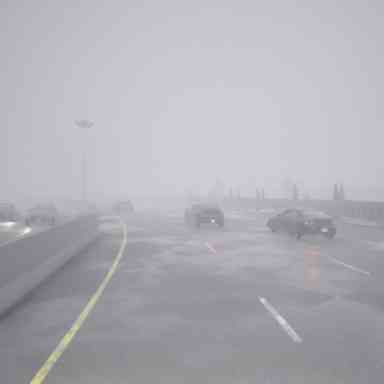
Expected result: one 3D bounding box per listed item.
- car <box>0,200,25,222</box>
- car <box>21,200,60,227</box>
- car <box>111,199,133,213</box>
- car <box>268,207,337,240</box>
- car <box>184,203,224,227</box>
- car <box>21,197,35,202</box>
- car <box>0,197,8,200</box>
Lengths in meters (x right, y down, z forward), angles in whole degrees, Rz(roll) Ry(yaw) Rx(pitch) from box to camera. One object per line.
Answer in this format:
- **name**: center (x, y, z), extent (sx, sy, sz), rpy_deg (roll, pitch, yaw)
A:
- **car**: center (-15.109, 1.622, 26.701), extent (1.994, 1.385, 4.181), rpy_deg (0, 0, -18)
- **car**: center (-10.568, 1.565, 23.768), extent (1.812, 1.442, 4.674), rpy_deg (0, 0, -16)
- **car**: center (-8.058, 1.515, 38.307), extent (2.128, 1.511, 4.902), rpy_deg (0, 0, -23)
- **car**: center (5.450, 1.497, 16.853), extent (1.812, 1.442, 4.674), rpy_deg (0, 0, -9)
- **car**: center (0.745, 1.495, 22.520), extent (1.837, 1.490, 4.892), rpy_deg (0, 0, -13)
- **car**: center (-29.866, 1.605, 60.657), extent (1.837, 1.490, 4.892), rpy_deg (0, 0, -37)
- **car**: center (-35.772, 1.649, 62.630), extent (1.994, 1.385, 4.181), rpy_deg (0, 0, -37)
